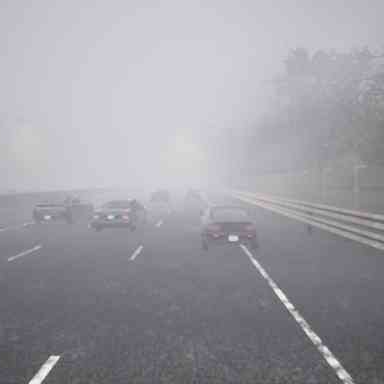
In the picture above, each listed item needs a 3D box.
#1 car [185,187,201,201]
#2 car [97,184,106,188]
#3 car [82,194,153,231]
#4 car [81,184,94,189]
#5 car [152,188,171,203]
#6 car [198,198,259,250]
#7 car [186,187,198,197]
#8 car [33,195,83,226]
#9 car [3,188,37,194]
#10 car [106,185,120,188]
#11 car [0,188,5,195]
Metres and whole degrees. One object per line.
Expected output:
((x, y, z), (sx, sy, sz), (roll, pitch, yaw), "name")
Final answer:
((0.105, 0.274, 40.784), (2.033, 1.411, 5.357), (0, 2, 0), "car")
((-20.942, -1.106, 78.499), (1.812, 1.442, 4.674), (0, 2, 0), "car")
((-3.392, 1.030, 16.385), (2.033, 1.411, 5.357), (0, 2, 0), "car")
((-24.442, -1.056, 78.088), (2.128, 1.511, 4.902), (0, 2, 0), "car")
((-3.372, 0.350, 36.511), (2.128, 1.511, 4.902), (0, 2, 0), "car")
((1.235, 1.139, 12.194), (1.812, 1.442, 4.674), (0, 2, 0), "car")
((0.042, -0.096, 52.179), (1.812, 1.442, 4.674), (0, 2, 0), "car")
((-6.886, 0.915, 18.276), (2.128, 1.511, 4.902), (0, 2, 0), "car")
((-17.568, 0.496, 35.322), (1.895, 1.301, 4.718), (0, 2, 0), "car")
((-17.443, -0.851, 75.871), (2.033, 1.411, 5.357), (0, 2, 0), "car")
((-21.061, 0.338, 37.317), (1.837, 1.490, 4.892), (0, 2, 0), "car")
